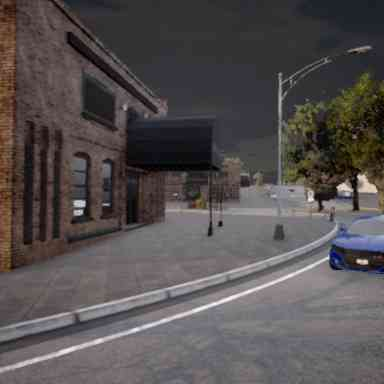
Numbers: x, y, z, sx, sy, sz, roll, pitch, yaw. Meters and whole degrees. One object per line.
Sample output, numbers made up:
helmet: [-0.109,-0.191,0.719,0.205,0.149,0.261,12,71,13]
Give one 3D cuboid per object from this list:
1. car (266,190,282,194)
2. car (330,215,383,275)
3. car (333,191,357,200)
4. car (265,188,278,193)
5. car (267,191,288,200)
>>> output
car: [22.973,1.043,88.773,4.792,1.488,2.163,-2,3,-10]
car: [5.806,1.470,10.234,1.882,1.535,5.008,0,0,39]
car: [39.439,1.271,84.537,5.008,1.535,2.097,0,4,-8]
car: [23.473,0.697,91.659,4.553,1.767,2.185,-2,4,-10]
car: [22.445,1.247,85.865,4.674,1.452,2.002,-2,3,-10]
